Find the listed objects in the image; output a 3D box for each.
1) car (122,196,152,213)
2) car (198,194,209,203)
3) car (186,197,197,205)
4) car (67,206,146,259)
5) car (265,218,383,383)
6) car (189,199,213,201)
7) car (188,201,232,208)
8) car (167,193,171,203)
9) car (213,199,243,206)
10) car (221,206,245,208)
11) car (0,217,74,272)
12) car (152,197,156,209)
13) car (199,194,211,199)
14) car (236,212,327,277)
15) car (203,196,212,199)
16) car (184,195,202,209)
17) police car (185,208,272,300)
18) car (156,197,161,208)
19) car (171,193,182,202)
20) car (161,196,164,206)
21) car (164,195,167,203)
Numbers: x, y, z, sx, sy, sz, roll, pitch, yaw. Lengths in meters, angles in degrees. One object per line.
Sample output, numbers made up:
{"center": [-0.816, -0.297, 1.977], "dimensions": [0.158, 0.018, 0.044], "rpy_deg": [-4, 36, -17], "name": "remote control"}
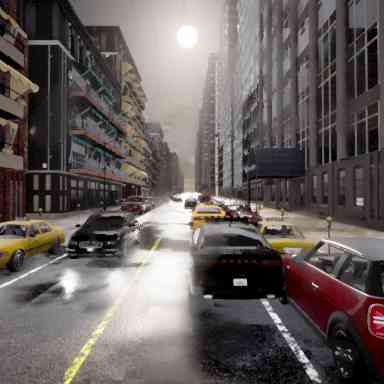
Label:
{"center": [-5.732, 1.314, 33.622], "dimensions": [2.192, 1.841, 5.009], "rpy_deg": [1, 0, 0], "name": "car"}
{"center": [2.582, 1.296, 73.194], "dimensions": [2.192, 1.841, 5.009], "rpy_deg": [1, 0, 0], "name": "car"}
{"center": [-0.102, 1.590, 59.995], "dimensions": [1.895, 1.301, 4.718], "rpy_deg": [0, 0, 0], "name": "car"}
{"center": [-3.121, 1.507, 12.624], "dimensions": [1.837, 1.490, 4.892], "rpy_deg": [0, 0, 0], "name": "car"}
{"center": [2.694, 1.442, 5.377], "dimensions": [1.967, 1.590, 4.097], "rpy_deg": [1, 0, 0], "name": "car"}
{"center": [0.858, 1.528, 24.487], "dimensions": [1.812, 1.442, 4.674], "rpy_deg": [0, 0, 0], "name": "car"}
{"center": [0.868, 1.480, 18.486], "dimensions": [1.882, 1.535, 5.008], "rpy_deg": [0, 0, 0], "name": "car"}
{"center": [-5.793, 1.530, 67.531], "dimensions": [1.887, 1.381, 4.507], "rpy_deg": [1, 0, 0], "name": "car"}
{"center": [2.665, 1.442, 22.330], "dimensions": [1.967, 1.590, 4.097], "rpy_deg": [1, 0, 0], "name": "car"}
{"center": [2.672, 1.585, 16.679], "dimensions": [1.802, 1.307, 4.206], "rpy_deg": [1, 0, 0], "name": "car"}
{"center": [-5.697, 1.528, 10.845], "dimensions": [1.752, 1.417, 4.829], "rpy_deg": [1, 0, 0], "name": "car"}
{"center": [-5.745, 1.523, 39.103], "dimensions": [1.752, 1.417, 4.829], "rpy_deg": [1, 0, 0], "name": "car"}
{"center": [2.600, 1.303, 61.891], "dimensions": [2.192, 1.841, 5.009], "rpy_deg": [1, 0, 0], "name": "car"}
{"center": [2.683, 1.528, 11.198], "dimensions": [1.752, 1.417, 4.829], "rpy_deg": [1, 0, 0], "name": "car"}
{"center": [2.635, 1.522, 39.456], "dimensions": [1.752, 1.417, 4.829], "rpy_deg": [1, 0, 0], "name": "car"}
{"center": [-0.060, 1.559, 46.054], "dimensions": [1.994, 1.385, 4.181], "rpy_deg": [0, 0, 0], "name": "car"}
{"center": [0.863, 1.427, 8.594], "dimensions": [1.930, 1.638, 5.238], "rpy_deg": [0, 0, 0], "name": "police car"}
{"center": [-5.753, 1.435, 44.924], "dimensions": [1.967, 1.590, 4.097], "rpy_deg": [1, 0, 0], "name": "car"}
{"center": [-3.123, 1.546, 72.049], "dimensions": [1.994, 1.385, 4.181], "rpy_deg": [0, 0, 0], "name": "car"}
{"center": [-5.764, 1.538, 50.577], "dimensions": [1.887, 1.381, 4.507], "rpy_deg": [1, 0, 0], "name": "car"}
{"center": [-5.774, 1.557, 56.227], "dimensions": [1.947, 1.339, 4.313], "rpy_deg": [1, 0, 0], "name": "car"}
